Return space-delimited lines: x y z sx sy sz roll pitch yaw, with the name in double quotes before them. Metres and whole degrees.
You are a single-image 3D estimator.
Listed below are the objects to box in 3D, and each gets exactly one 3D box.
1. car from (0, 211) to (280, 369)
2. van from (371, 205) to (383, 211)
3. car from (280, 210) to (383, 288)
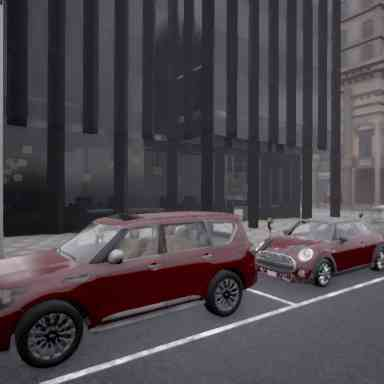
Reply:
"car" -1.014 1.313 5.920 5.009 1.841 2.192 0 0 -35
"van" 8.107 1.340 12.426 3.998 1.788 1.690 0 0 -35
"car" 3.547 1.438 9.174 4.097 1.590 1.967 0 0 -35
